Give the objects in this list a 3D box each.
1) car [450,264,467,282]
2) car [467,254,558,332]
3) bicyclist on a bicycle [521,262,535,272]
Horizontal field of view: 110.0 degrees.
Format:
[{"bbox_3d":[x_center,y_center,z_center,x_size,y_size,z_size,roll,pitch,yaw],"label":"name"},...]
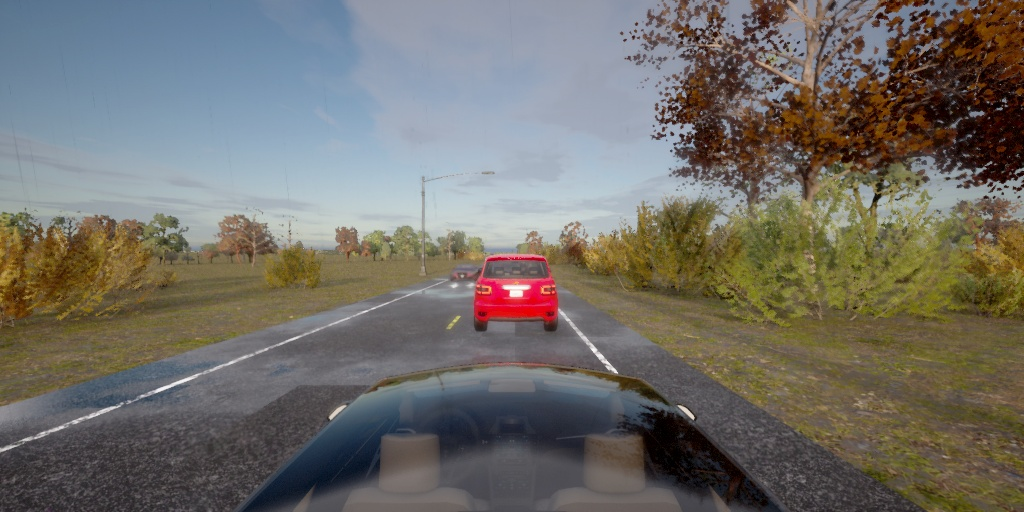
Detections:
[{"bbox_3d":[-3.658,1.305,28.383,1.994,1.385,4.181,0,0,0],"label":"car"},{"bbox_3d":[0.093,0.968,11.039,2.150,2.045,5.566,0,0,0],"label":"car"},{"bbox_3d":[0.945,1.114,18.745,0.659,1.776,1.843,0,0,0],"label":"bicyclist on a bicycle"}]
